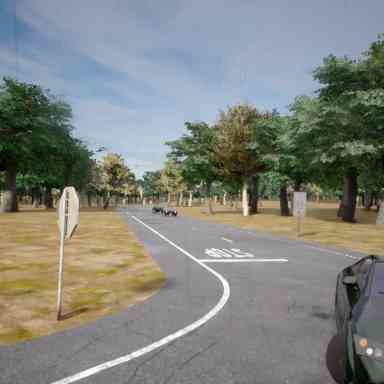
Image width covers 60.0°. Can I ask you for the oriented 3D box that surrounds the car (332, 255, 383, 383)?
[{"bbox_3d":[3.109,1.643,4.624,1.994,1.385,4.181,1,-1,22],"label":"car"}]

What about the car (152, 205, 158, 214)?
[{"bbox_3d":[-5.664,2.960,56.886,1.882,1.535,5.008,3,-2,-14],"label":"car"}]

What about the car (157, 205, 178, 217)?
[{"bbox_3d":[-3.420,2.850,48.036,1.895,1.301,4.718,3,-2,-13],"label":"car"}]
